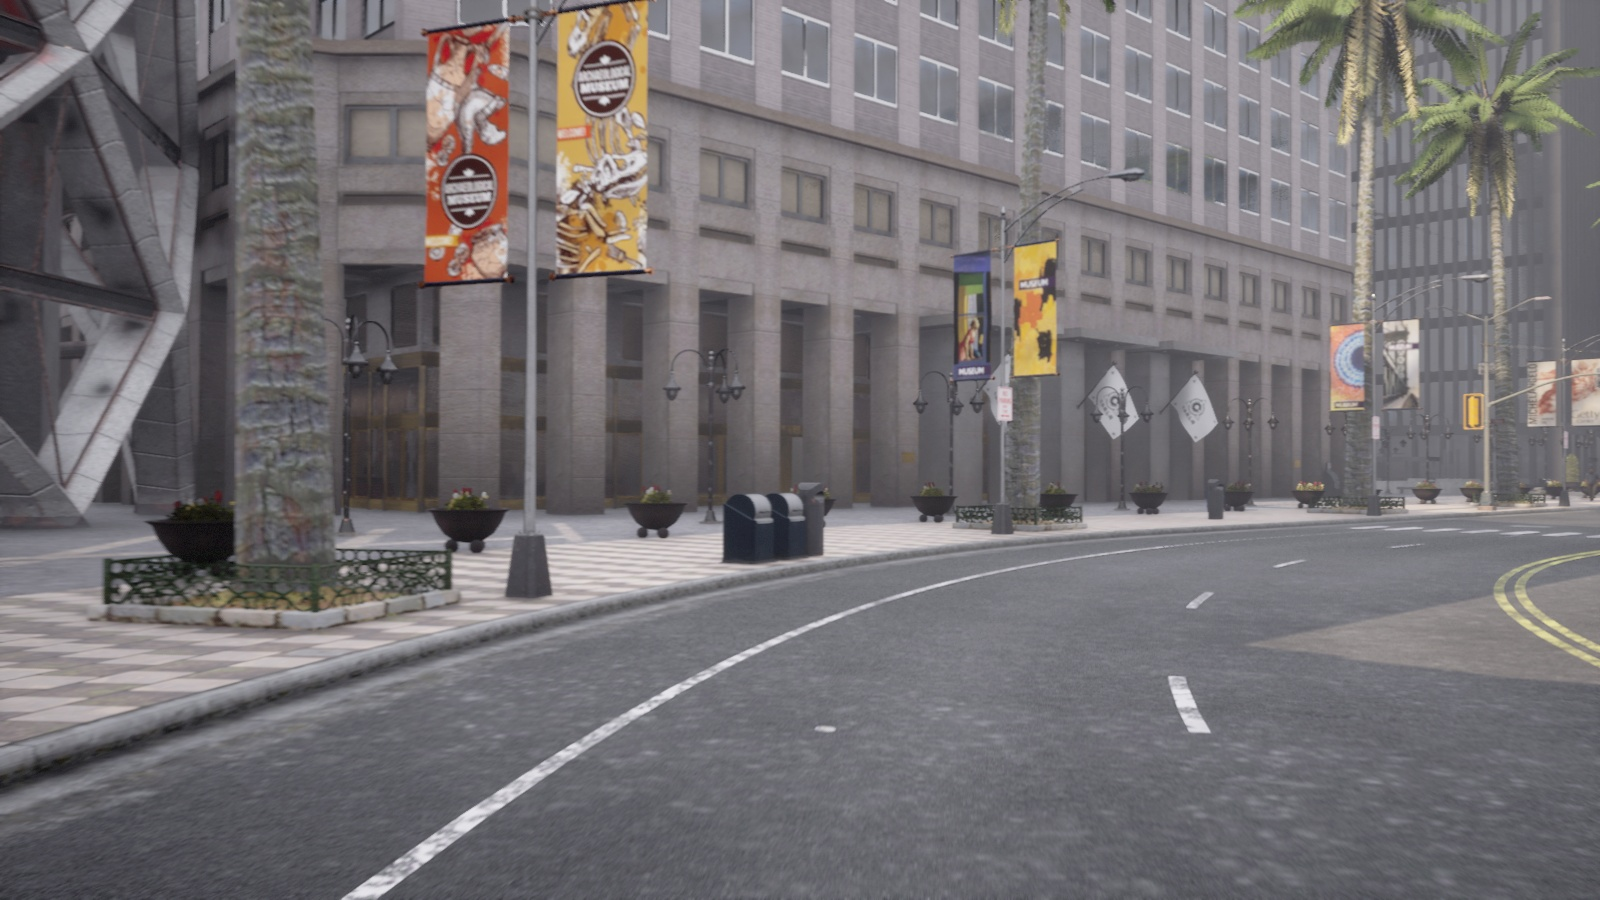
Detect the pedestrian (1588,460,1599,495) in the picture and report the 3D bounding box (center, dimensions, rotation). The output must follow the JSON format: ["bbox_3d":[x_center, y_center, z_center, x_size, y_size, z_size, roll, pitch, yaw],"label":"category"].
[{"bbox_3d":[41.715,1.448,65.935,0.540,1.848,0.694,-1,-1,34],"label":"pedestrian"}]
